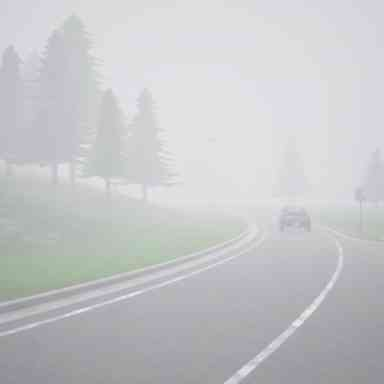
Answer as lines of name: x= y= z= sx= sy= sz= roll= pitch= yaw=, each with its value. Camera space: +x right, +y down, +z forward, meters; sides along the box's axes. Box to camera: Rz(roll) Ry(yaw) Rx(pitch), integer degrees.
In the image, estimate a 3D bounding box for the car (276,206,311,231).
car: x=6.713 y=1.706 z=22.214 sx=2.128 sy=1.511 sz=4.902 roll=1 pitch=0 yaw=11
